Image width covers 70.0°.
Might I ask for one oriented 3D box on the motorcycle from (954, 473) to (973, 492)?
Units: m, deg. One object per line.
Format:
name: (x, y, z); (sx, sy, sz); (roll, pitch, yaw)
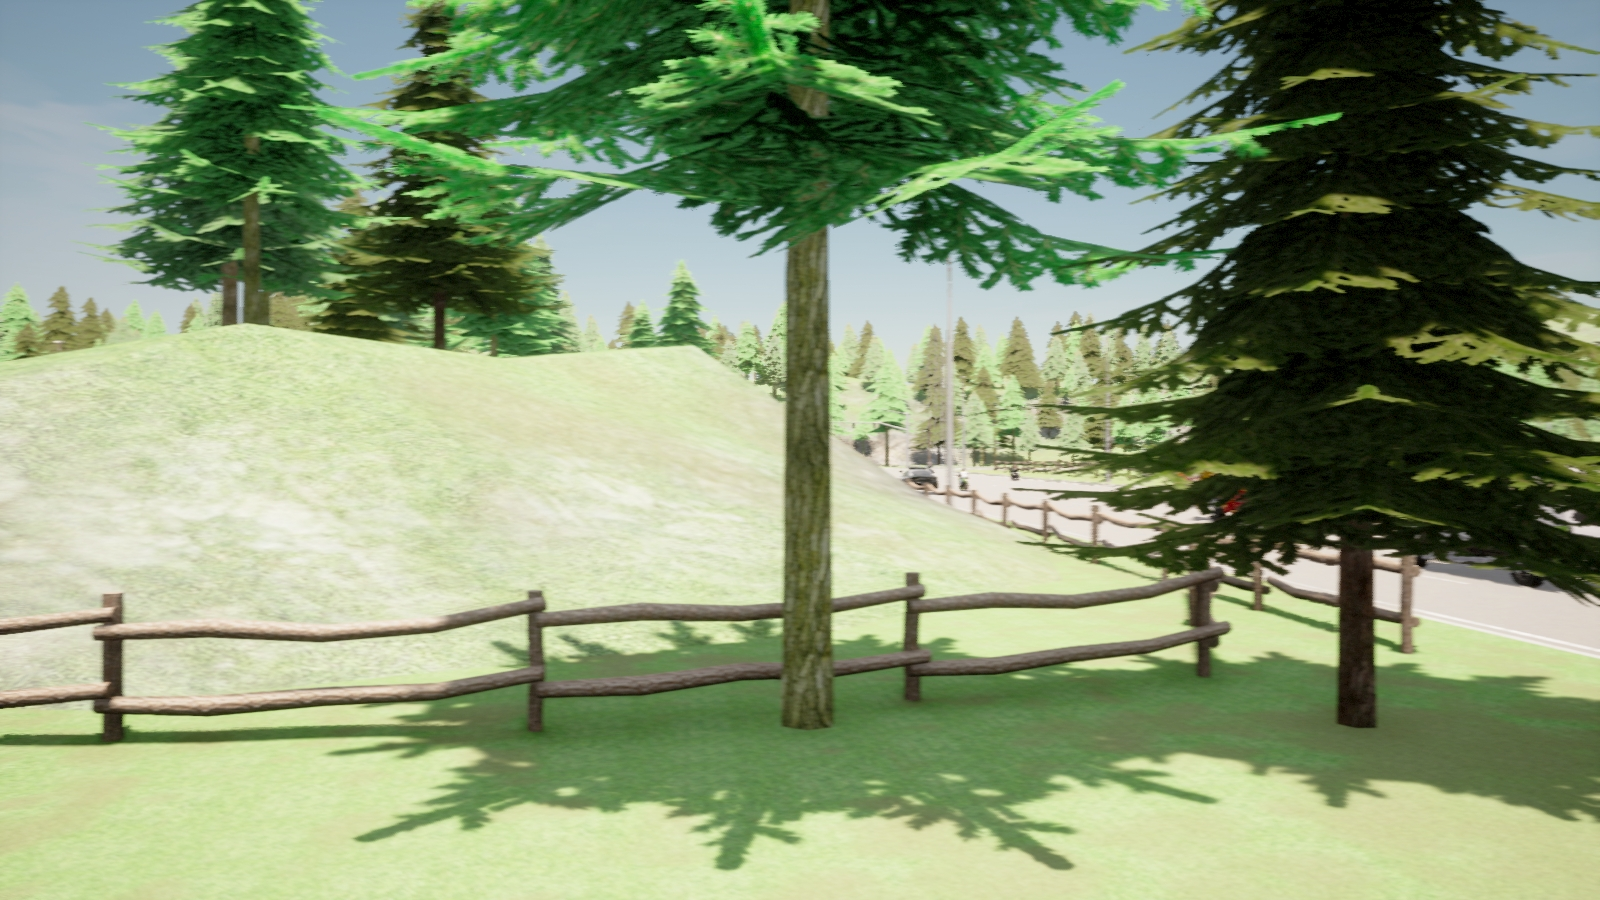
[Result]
motorcycle: (10.715, 2.105, 74.860); (0.803, 1.199, 2.033); (0, 0, -5)

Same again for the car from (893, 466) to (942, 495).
car: (7.415, 1.905, 72.583); (2.097, 1.638, 5.238); (0, 0, -5)

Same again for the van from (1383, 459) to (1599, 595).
van: (15.465, 1.499, 24.982); (1.988, 2.561, 5.915); (0, 0, -5)
